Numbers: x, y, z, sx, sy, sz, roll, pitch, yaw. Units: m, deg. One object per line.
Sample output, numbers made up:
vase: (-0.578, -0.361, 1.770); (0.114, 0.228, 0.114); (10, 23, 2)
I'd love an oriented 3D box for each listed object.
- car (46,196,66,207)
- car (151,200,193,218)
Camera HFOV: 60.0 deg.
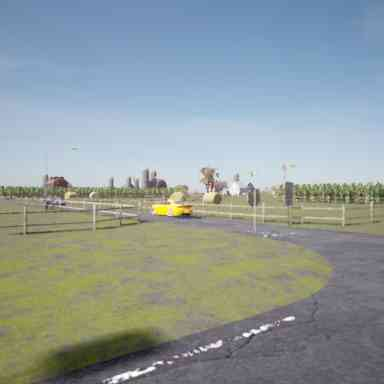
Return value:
car: (-20.085, 1.408, 48.827); (2.128, 1.511, 4.902); (1, -1, -40)
car: (-1.956, 1.482, 30.720); (1.882, 1.535, 5.008); (1, -1, -37)
